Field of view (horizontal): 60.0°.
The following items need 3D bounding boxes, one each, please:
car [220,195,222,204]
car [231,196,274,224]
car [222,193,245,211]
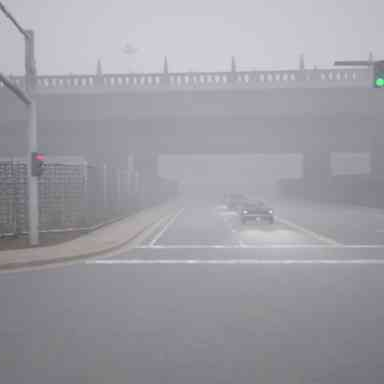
[{"bbox_3d":[4.474,0.775,40.837,1.895,1.301,4.718,-1,1,2],"label":"car"},{"bbox_3d":[3.810,1.169,20.940,1.895,1.301,4.718,-1,1,2],"label":"car"},{"bbox_3d":[4.137,0.878,30.802,1.837,1.490,4.892,-1,1,2],"label":"car"}]
